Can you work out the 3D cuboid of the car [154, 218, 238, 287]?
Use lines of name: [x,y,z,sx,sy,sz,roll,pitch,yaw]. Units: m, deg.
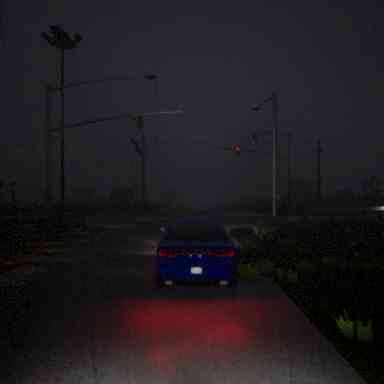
car: [0.098,1.453,9.309,1.882,1.535,5.008,0,0,0]
